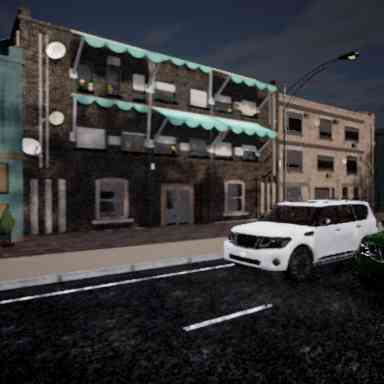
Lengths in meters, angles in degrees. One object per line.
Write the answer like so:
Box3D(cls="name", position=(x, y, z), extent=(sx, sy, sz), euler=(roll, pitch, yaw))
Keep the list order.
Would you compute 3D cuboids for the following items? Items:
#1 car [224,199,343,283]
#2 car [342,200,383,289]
Box3D(cls="car", position=(3.571, 1.267, 10.225), extent=(5.566, 2.045, 2.150), euler=(0, 0, -35))
Box3D(cls="car", position=(6.317, 1.272, 8.191), extent=(5.566, 2.045, 2.150), euler=(0, 0, -35))
